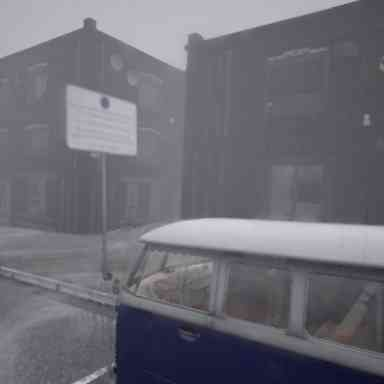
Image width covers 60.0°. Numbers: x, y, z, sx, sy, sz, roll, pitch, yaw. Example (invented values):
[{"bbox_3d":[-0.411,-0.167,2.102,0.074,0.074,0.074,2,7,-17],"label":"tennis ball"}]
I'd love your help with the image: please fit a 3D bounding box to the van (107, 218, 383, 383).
[{"bbox_3d":[1.188,1.258,2.682,4.442,1.987,1.878,0,0,36],"label":"van"}]
